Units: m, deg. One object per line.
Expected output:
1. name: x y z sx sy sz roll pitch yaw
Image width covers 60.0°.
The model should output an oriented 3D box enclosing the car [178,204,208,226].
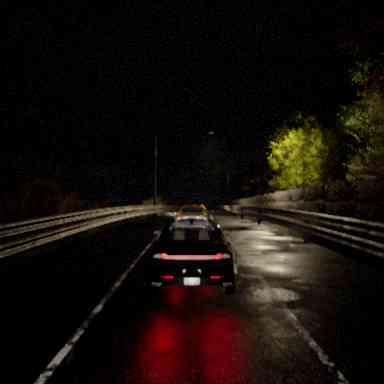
1. car: 0.121 1.736 26.372 2.128 1.511 4.902 0 -2 1

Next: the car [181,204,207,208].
1. car: 0.025 1.550 20.259 1.882 1.535 5.008 0 -1 1

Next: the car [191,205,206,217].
1. car: 0.926 2.471 44.988 1.882 1.535 5.008 0 -2 3

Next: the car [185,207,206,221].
1. car: 0.404 2.116 33.407 1.895 1.301 4.718 0 -2 2

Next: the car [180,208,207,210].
1. car: -0.013 1.570 14.250 1.895 1.301 4.718 0 -1 0

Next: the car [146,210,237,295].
1. car: -0.007 1.427 8.522 2.128 1.511 4.902 0 0 0
